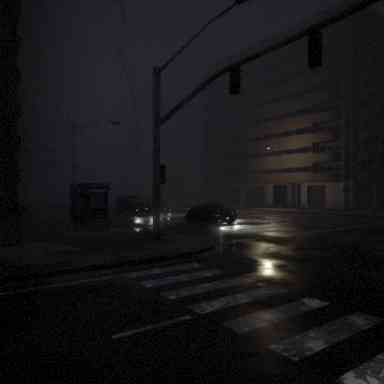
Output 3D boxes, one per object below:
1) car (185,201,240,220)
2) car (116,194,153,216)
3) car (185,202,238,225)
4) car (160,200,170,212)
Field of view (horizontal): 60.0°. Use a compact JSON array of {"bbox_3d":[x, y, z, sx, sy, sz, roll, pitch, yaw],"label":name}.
[{"bbox_3d":[1.704,1.612,29.808,2.033,1.411,5.357,0,0,-36],"label":"car"},{"bbox_3d":[-6.018,1.284,34.449,2.150,2.045,5.566,0,0,-36],"label":"car"},{"bbox_3d":[1.272,1.627,24.477,1.994,1.385,4.181,0,0,-36],"label":"car"},{"bbox_3d":[-4.376,1.556,38.135,2.128,1.511,4.902,0,0,-36],"label":"car"}]
